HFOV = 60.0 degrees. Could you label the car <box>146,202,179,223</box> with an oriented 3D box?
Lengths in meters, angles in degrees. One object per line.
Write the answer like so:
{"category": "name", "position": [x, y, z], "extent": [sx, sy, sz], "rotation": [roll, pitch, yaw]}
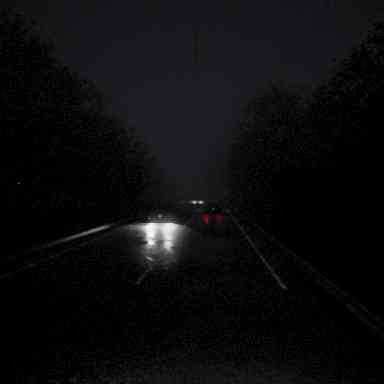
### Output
{"category": "car", "position": [-2.059, 1.464, 24.663], "extent": [1.994, 1.385, 4.181], "rotation": [1, 0, 4]}

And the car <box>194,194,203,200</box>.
{"category": "car", "position": [1.433, 1.029, 76.234], "extent": [1.895, 1.301, 4.718], "rotation": [1, 0, 4]}

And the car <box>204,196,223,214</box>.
{"category": "car", "position": [2.271, 1.467, 34.907], "extent": [1.812, 1.442, 4.674], "rotation": [1, 0, 4]}
